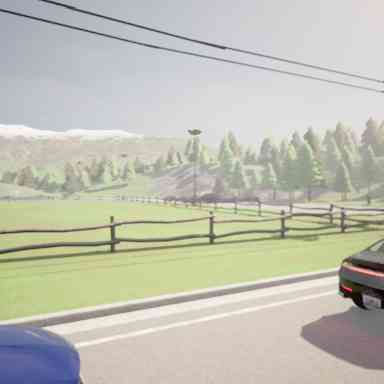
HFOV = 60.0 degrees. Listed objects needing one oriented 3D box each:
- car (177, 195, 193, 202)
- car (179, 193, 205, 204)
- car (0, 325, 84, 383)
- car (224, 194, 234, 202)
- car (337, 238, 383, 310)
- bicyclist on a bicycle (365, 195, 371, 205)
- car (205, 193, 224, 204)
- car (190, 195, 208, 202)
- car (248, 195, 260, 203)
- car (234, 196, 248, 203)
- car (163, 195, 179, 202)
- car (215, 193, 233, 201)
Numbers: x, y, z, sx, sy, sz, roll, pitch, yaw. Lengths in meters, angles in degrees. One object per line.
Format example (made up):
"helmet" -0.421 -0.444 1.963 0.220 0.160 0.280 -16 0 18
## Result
"car" -1.609 1.440 74.896 1.812 1.442 4.674 0 0 -28
"car" -0.005 1.322 64.276 2.097 1.767 4.553 0 0 -28
"car" -3.096 1.529 2.019 4.674 1.442 1.812 0 0 -28
"car" 6.050 1.525 67.803 1.994 1.385 4.181 0 0 -28
"car" 4.952 1.483 6.317 4.902 1.511 2.128 0 0 -28
"bicyclist on a bicycle" 27.161 1.246 51.310 1.656 1.620 0.582 0 0 -28
"car" 3.363 1.187 65.387 2.150 2.045 5.566 0 0 -28
"car" 1.493 1.386 76.517 1.882 1.535 5.008 0 0 -28
"car" 12.456 1.452 70.659 1.837 1.490 4.892 0 0 -28
"car" 9.165 1.509 69.398 1.994 1.385 4.181 0 0 -28
"car" -4.710 1.420 73.274 1.837 1.490 4.892 0 0 -28
"car" 7.710 1.252 79.733 2.097 1.767 4.553 0 0 -28
